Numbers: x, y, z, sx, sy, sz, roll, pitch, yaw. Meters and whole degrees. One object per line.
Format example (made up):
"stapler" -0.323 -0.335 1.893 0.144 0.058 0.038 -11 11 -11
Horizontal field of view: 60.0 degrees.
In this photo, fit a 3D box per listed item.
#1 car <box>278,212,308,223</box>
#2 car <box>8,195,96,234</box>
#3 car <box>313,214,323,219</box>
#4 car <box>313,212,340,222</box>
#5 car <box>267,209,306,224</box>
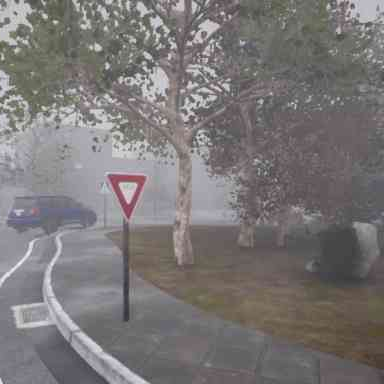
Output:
"car" 14.538 3.701 47.709 4.674 1.442 1.812 4 -3 -41
"car" -7.953 1.222 19.479 2.150 2.045 5.566 -1 0 18
"car" 19.213 3.848 47.624 4.892 1.490 1.837 3 -2 -41
"car" 22.049 4.092 54.459 4.902 1.511 2.128 3 -2 -42
"car" 11.344 2.941 40.570 5.566 2.045 2.150 5 -3 -41
